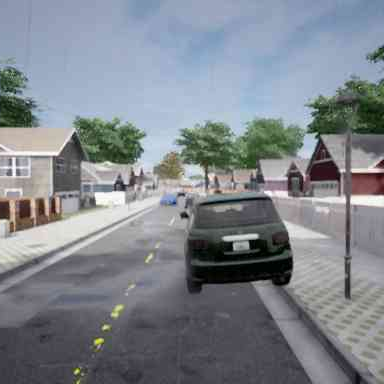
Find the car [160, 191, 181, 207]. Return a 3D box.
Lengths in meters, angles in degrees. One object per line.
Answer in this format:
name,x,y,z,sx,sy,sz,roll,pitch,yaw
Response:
car,-2.720,0.898,39.565,1.882,1.535,5.008,0,1,0

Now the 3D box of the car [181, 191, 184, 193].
car,-2.485,0.347,80.166,2.033,1.411,5.357,0,1,0

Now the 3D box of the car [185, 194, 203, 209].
car,0.189,0.975,36.225,1.837,1.490,4.892,0,1,0

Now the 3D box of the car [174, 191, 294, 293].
car,0.902,1.026,8.663,2.150,2.045,5.566,-5,1,0
